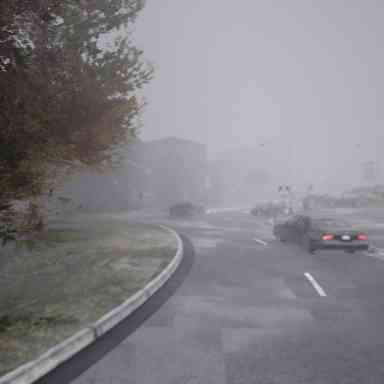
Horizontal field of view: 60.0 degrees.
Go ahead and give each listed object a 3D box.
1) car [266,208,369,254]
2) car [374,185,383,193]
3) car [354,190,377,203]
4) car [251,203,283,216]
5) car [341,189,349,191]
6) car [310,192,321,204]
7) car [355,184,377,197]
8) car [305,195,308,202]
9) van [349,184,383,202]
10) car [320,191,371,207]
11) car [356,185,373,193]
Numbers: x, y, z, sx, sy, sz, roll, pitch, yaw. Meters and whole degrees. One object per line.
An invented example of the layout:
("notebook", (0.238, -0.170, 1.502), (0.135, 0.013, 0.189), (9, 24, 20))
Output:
("car", (5.050, 1.621, 13.862), (2.033, 1.411, 5.357), (1, 0, -5))
("car", (39.746, -0.673, 69.578), (1.812, 1.442, 4.674), (-2, 1, 44))
("car", (20.686, 0.911, 42.567), (4.674, 1.452, 2.002), (-2, 2, 24))
("car", (8.130, 1.789, 35.684), (1.895, 1.301, 4.718), (-2, 1, 36))
("car", (29.863, 0.110, 63.992), (2.033, 1.411, 5.357), (-2, 1, 44))
("car", (19.465, 0.881, 48.351), (1.837, 1.490, 4.892), (-2, 2, 44))
("car", (32.491, -0.323, 62.052), (2.150, 2.045, 5.566), (-2, 1, 44))
("car", (20.064, 0.744, 53.658), (1.882, 1.535, 5.008), (-2, 1, 44))
("van", (25.002, 0.347, 46.900), (4.442, 1.987, 1.878), (-2, 1, 24))
("car", (18.569, 1.020, 40.385), (4.892, 1.521, 2.231), (-2, 1, 24))
("car", (37.121, -0.572, 71.535), (1.812, 1.442, 4.674), (-2, 1, 44))
